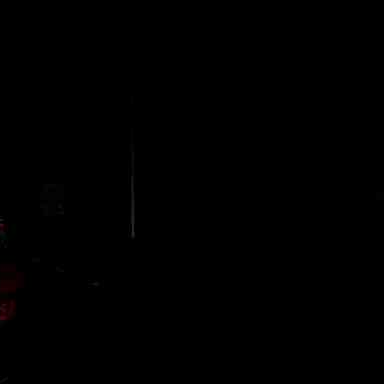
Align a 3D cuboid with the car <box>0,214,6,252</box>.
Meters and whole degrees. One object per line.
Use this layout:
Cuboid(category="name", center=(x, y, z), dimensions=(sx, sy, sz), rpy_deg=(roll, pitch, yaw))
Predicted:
Cuboid(category="car", center=(-8.967, 1.256, 12.854), dimensions=(2.150, 2.045, 5.566), rpy_deg=(0, 0, -43))
